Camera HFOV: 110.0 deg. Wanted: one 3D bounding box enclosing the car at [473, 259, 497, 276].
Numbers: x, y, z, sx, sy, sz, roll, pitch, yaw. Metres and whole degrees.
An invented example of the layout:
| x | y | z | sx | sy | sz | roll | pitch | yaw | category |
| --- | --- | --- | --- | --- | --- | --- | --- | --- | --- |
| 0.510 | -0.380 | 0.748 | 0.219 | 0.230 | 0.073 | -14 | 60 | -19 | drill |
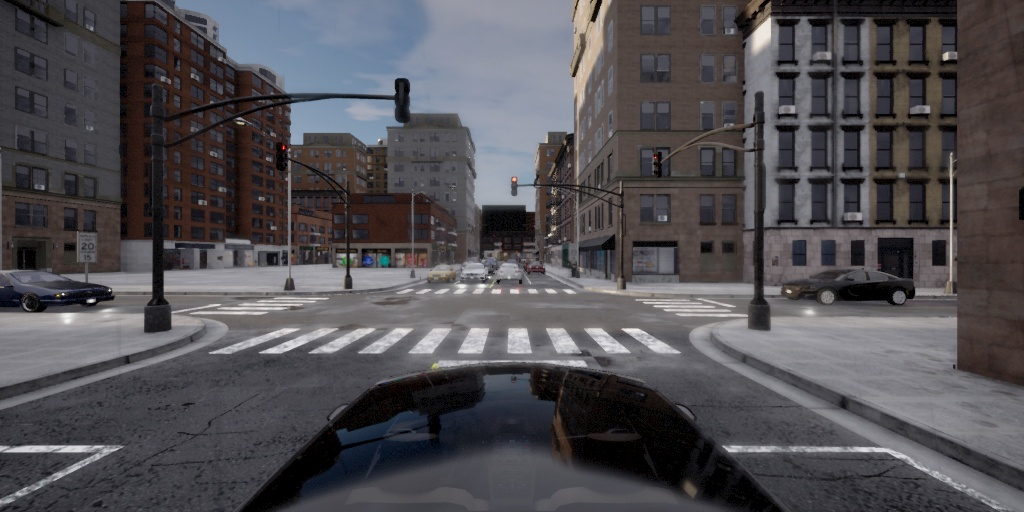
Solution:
| x | y | z | sx | sy | sz | roll | pitch | yaw | category |
| --- | --- | --- | --- | --- | --- | --- | --- | --- | --- |
| -2.858 | 1.315 | 37.879 | 1.994 | 1.385 | 4.181 | 0 | 0 | 1 | car |

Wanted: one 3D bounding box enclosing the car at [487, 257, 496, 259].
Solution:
| x | y | z | sx | sy | sz | roll | pitch | yaw | category |
| --- | --- | --- | --- | --- | --- | --- | --- | --- | --- |
| -2.862 | 1.244 | 48.075 | 2.128 | 1.511 | 4.902 | 0 | 0 | 0 | car |

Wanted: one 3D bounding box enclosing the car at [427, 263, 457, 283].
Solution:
| x | y | z | sx | sy | sz | roll | pitch | yaw | category |
| --- | --- | --- | --- | --- | --- | --- | --- | --- | --- |
| -5.403 | 1.276 | 27.945 | 1.751 | 1.417 | 4.829 | 0 | 0 | 0 | car |

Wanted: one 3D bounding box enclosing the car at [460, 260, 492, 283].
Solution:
| x | y | z | sx | sy | sz | roll | pitch | yaw | category |
| --- | --- | --- | --- | --- | --- | --- | --- | --- | --- |
| -2.862 | 1.276 | 28.086 | 1.812 | 1.442 | 4.674 | 0 | 0 | 0 | car |

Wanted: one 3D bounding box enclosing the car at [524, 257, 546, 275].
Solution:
| x | y | z | sx | sy | sz | roll | pitch | yaw | category |
| --- | --- | --- | --- | --- | --- | --- | --- | --- | --- |
| 2.616 | 1.191 | 39.443 | 1.967 | 1.591 | 4.097 | 0 | 0 | 0 | car |

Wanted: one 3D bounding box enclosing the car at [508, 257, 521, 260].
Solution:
| x | y | z | sx | sy | sz | roll | pitch | yaw | category |
| --- | --- | --- | --- | --- | --- | --- | --- | --- | --- |
| 0.069 | 1.105 | 51.544 | 2.097 | 1.767 | 4.553 | 0 | 0 | 0 | car |

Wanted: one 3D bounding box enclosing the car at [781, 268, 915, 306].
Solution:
| x | y | z | sx | sy | sz | roll | pitch | yaw | category |
| --- | --- | --- | --- | --- | --- | --- | --- | --- | --- |
| 14.764 | 1.310 | 15.921 | 5.008 | 1.535 | 1.882 | 0 | 0 | -1 | car |

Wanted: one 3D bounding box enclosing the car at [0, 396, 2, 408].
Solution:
| x | y | z | sx | sy | sz | roll | pitch | yaw | category |
| --- | --- | --- | --- | --- | --- | --- | --- | --- | --- |
| -5.388 | 1.300 | 1.270 | 2.007 | 1.370 | 4.403 | 0 | 0 | 0 | car |

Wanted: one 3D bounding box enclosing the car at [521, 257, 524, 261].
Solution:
| x | y | z | sx | sy | sz | roll | pitch | yaw | category |
| --- | --- | --- | --- | --- | --- | --- | --- | --- | --- |
| 2.612 | 1.067 | 45.105 | 2.192 | 1.841 | 5.009 | 0 | 0 | 0 | car |

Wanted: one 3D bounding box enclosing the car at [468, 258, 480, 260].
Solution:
| x | y | z | sx | sy | sz | roll | pitch | yaw | category |
| --- | --- | --- | --- | --- | --- | --- | --- | --- | --- |
| -5.413 | 1.303 | 45.101 | 2.007 | 1.370 | 4.403 | 0 | 0 | 0 | car |

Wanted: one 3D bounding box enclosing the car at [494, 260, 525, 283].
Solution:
| x | y | z | sx | sy | sz | roll | pitch | yaw | category |
| --- | --- | --- | --- | --- | --- | --- | --- | --- | --- |
| -0.128 | 1.276 | 27.832 | 1.812 | 1.442 | 4.674 | 0 | 0 | 2 | car |

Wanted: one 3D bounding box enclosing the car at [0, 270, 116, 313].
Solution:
| x | y | z | sx | sy | sz | roll | pitch | yaw | category |
| --- | --- | --- | --- | --- | --- | --- | --- | --- | --- |
| -17.810 | 1.215 | 12.912 | 5.357 | 1.411 | 2.033 | 0 | 0 | 0 | car |
